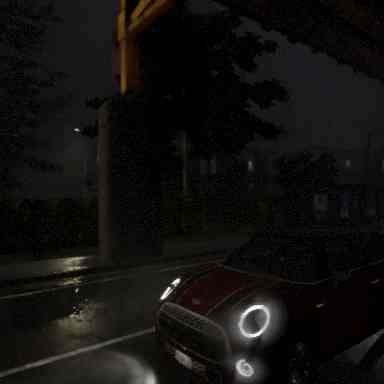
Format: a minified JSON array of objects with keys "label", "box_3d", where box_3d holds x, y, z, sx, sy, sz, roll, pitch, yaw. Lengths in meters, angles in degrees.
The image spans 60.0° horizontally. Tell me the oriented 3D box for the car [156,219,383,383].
[{"label":"car","box_3d":[1.661,1.394,5.349,4.553,1.767,2.097,0,-1,-38]}]
